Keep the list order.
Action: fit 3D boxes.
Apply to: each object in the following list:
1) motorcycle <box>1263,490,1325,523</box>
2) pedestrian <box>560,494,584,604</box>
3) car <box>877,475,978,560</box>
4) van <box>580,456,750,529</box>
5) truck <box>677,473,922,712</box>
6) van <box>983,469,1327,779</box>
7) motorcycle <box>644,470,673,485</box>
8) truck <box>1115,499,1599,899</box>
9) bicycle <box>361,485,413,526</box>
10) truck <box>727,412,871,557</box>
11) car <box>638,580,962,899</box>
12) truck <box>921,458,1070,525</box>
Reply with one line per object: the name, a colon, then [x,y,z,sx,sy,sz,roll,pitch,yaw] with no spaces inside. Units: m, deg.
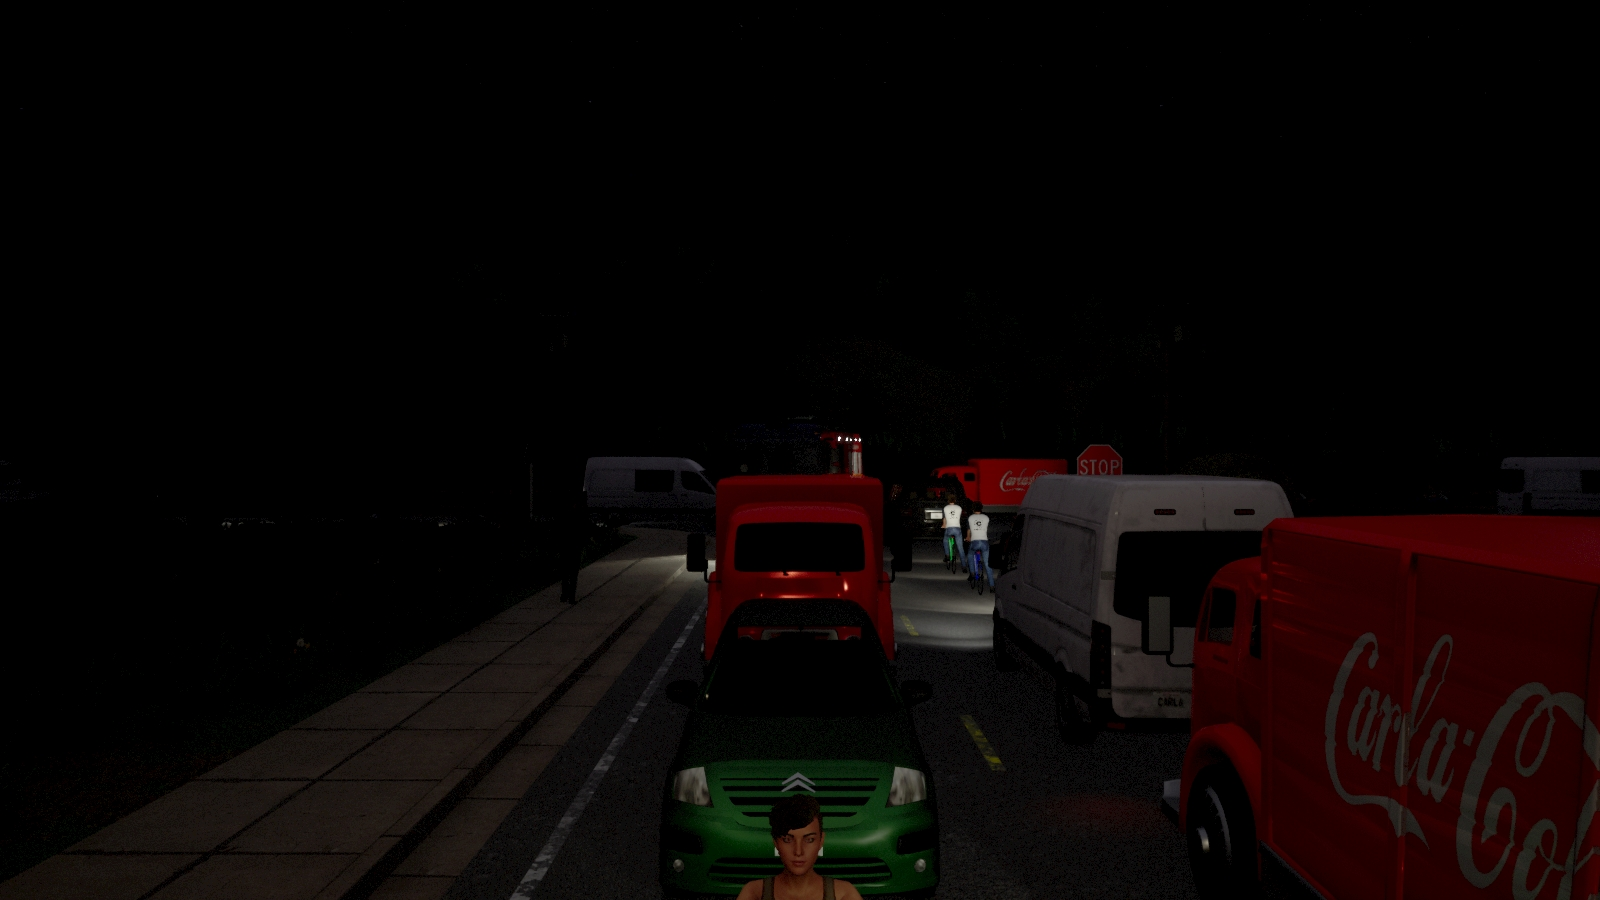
motorcycle: [19.043,2.178,44.057,2.033,1.199,0.803,0,0,3]
pedestrian: [-3.942,1.706,19.728,0.375,1.860,0.375,0,0,-16]
car: [3.475,1.799,32.193,2.150,2.045,5.566,0,0,-1]
van: [-4.860,1.527,41.713,5.915,2.561,1.988,0,0,3]
truck: [-0.012,1.578,14.852,2.627,2.467,5.204,0,0,0]
van: [3.517,1.543,12.749,1.988,2.561,5.915,0,0,0]
motorcycle: [-11.450,2.224,92.284,2.209,1.251,0.867,0,0,6]
truck: [3.501,1.572,5.334,2.627,2.467,5.204,0,0,0]
bicycle: [-15.249,2.051,42.203,1.835,1.471,0.329,0,0,3]
truck: [0.224,0.908,34.511,2.891,3.827,8.468,0,0,10]
car: [-0.002,2.006,8.512,1.851,1.617,3.988,0,0,0]
truck: [7.514,1.561,44.280,5.204,2.467,2.627,0,0,-5]
